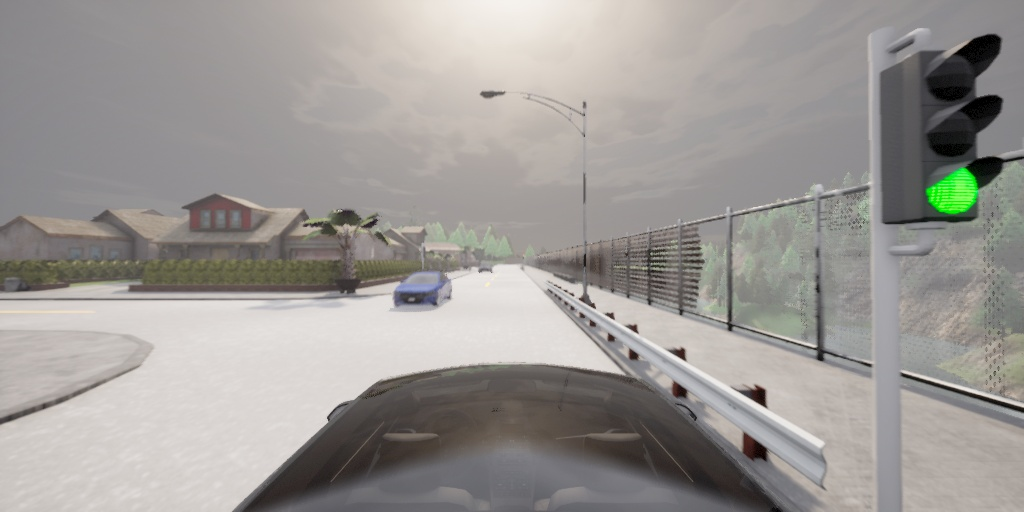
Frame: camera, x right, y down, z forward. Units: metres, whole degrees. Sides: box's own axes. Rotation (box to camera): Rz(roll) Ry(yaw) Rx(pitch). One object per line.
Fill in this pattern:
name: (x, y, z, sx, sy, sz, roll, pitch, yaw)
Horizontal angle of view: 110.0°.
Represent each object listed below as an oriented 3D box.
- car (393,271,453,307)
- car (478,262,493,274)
car: (-4.001, 1.476, 16.782, 1.882, 1.535, 5.008, 0, 0, 0)
car: (-4.013, 1.708, 55.165, 2.097, 1.767, 4.553, 0, -1, 0)
